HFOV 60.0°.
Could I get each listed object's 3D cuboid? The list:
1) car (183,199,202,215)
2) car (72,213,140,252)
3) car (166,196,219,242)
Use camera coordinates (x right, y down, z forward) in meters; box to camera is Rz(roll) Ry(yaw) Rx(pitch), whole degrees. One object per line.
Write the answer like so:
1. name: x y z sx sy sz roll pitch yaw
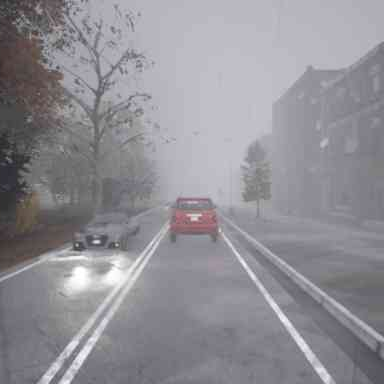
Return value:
1. car: 0.073 1.531 34.768 1.812 1.442 4.674 0 0 0
2. car: -3.353 1.558 13.704 1.994 1.385 4.181 0 0 0
3. car: 0.096 1.213 16.562 2.150 2.045 5.566 0 0 0
